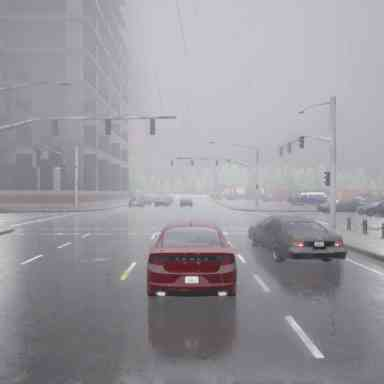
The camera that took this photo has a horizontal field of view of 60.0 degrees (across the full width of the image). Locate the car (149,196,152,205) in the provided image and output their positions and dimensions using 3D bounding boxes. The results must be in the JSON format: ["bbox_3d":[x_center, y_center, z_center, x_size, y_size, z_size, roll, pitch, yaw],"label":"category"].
[{"bbox_3d":[-8.208,1.352,58.114,2.097,1.767,4.553,0,0,-1],"label":"car"}]

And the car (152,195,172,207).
[{"bbox_3d":[-4.611,1.477,51.209,1.882,1.535,5.008,0,0,-1],"label":"car"}]

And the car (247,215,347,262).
[{"bbox_3d":[3.477,1.547,12.076,2.033,1.411,5.357,0,0,-4],"label":"car"}]

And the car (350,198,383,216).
[{"bbox_3d":[18.386,1.581,32.277,4.674,1.442,1.812,0,0,-1],"label":"car"}]

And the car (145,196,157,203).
[{"bbox_3d":[-8.294,1.564,68.076,1.994,1.385,4.181,0,0,-1],"label":"car"}]

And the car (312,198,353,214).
[{"bbox_3d":[16.281,1.603,35.773,5.357,1.411,2.033,0,0,-1],"label":"car"}]

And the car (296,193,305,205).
[{"bbox_3d":[24.022,1.209,66.875,4.605,1.855,1.932,0,0,-1],"label":"car"}]

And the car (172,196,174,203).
[{"bbox_3d":[-4.743,1.547,61.166,2.033,1.411,5.357,0,0,0],"label":"car"}]

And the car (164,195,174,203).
[{"bbox_3d":[-4.830,1.500,71.286,1.837,1.490,4.892,0,0,-1],"label":"car"}]

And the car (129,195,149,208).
[{"bbox_3d":[-8.080,1.491,48.901,2.128,1.511,4.902,0,0,-1],"label":"car"}]

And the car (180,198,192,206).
[{"bbox_3d":[-0.925,1.601,53.149,1.895,1.301,4.718,0,0,-1],"label":"car"}]

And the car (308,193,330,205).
[{"bbox_3d":[24.118,1.451,61.297,3.806,1.475,1.970,0,0,-1],"label":"car"}]

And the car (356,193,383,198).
[{"bbox_3d":[39.038,1.209,72.549,4.605,1.855,1.932,0,0,-1],"label":"car"}]

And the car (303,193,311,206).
[{"bbox_3d":[24.095,1.419,64.192,3.905,1.438,1.784,0,0,-1],"label":"car"}]

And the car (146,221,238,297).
[{"bbox_3d":[-0.012,1.478,8.640,1.882,1.535,5.008,0,0,0],"label":"car"}]
